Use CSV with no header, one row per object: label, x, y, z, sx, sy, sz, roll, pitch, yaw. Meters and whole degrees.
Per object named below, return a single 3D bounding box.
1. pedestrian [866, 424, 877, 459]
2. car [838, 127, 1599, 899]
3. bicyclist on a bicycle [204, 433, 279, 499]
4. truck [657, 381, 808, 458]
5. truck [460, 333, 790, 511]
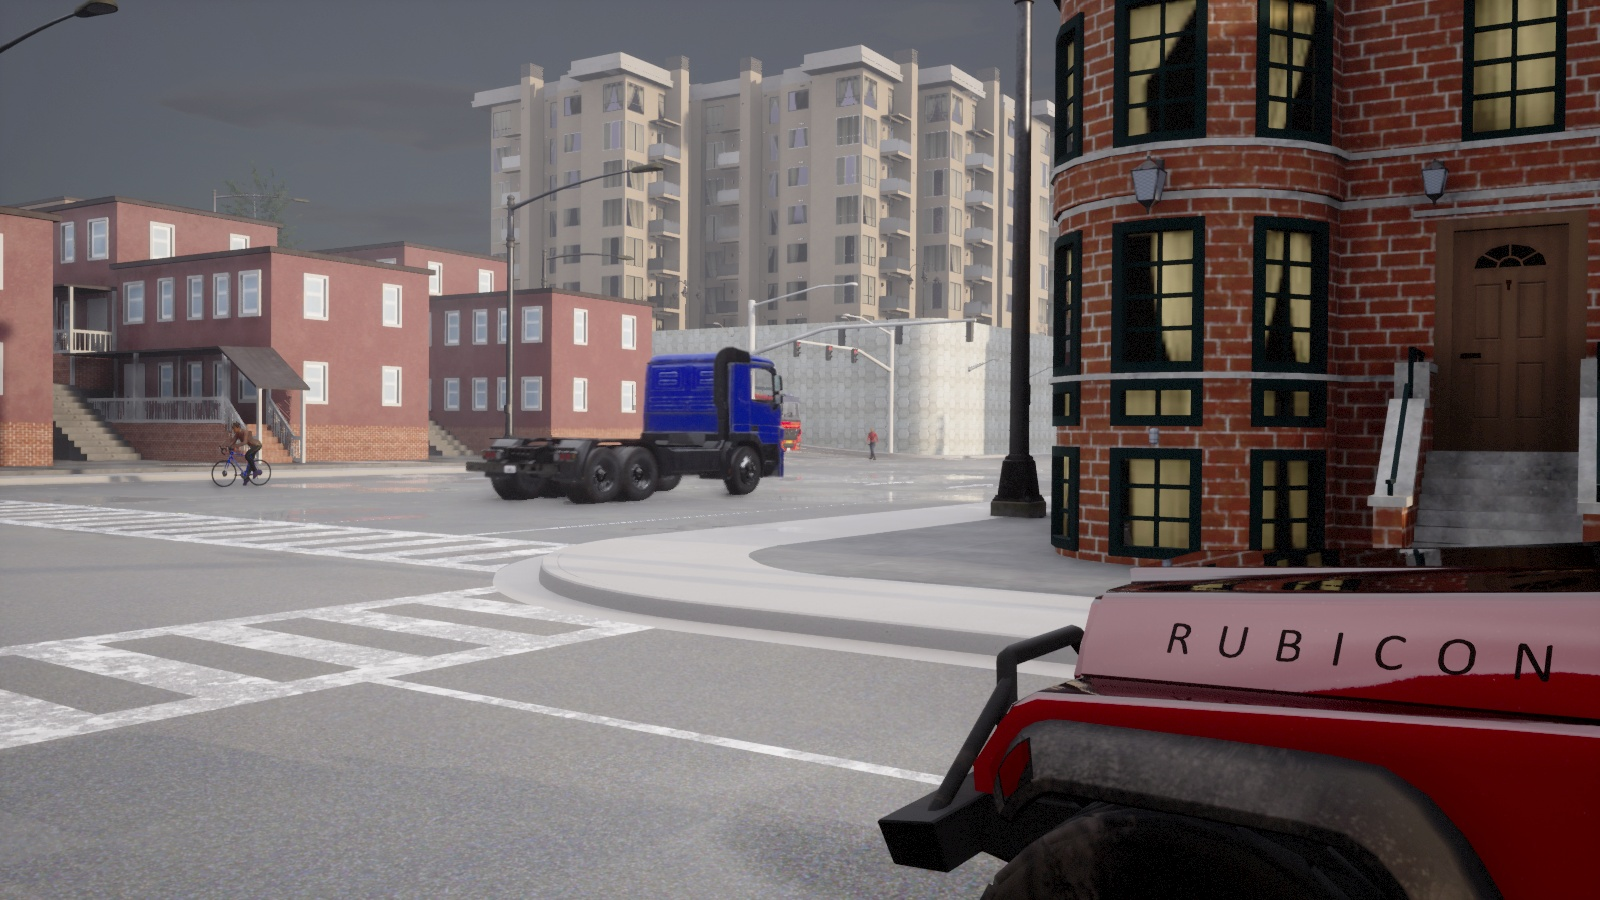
pedestrian,3.819,-0.438,67.010,0.331,1.846,0.636,0,1,29
car,2.219,0.478,2.153,3.866,1.878,1.905,0,1,33
bicyclist on a bicycle,-14.082,0.379,31.706,0.582,1.620,1.656,0,1,33
truck,-4.007,-1.806,72.816,8.468,3.827,2.891,6,4,33
truck,-3.628,-0.606,28.468,2.891,3.462,7.936,0,1,33
